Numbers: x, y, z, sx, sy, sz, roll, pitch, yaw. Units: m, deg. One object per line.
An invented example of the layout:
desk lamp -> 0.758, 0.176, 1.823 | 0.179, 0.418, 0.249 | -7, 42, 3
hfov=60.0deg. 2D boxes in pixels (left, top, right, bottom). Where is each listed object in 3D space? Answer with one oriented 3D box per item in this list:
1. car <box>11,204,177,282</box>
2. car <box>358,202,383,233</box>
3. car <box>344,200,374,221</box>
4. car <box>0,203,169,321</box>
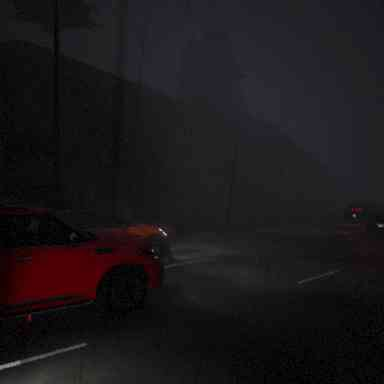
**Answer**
car -> -2.940, 1.335, 10.461 | 4.553, 1.767, 2.097 | 0, 0, -37
car -> 10.848, 1.437, 17.790 | 4.674, 1.442, 1.812 | 0, 0, -44
car -> 12.980, 1.388, 24.999 | 1.837, 1.490, 4.892 | 0, 0, 43
car -> -3.236, 1.220, 5.818 | 5.566, 2.045, 2.150 | 0, 0, -36
